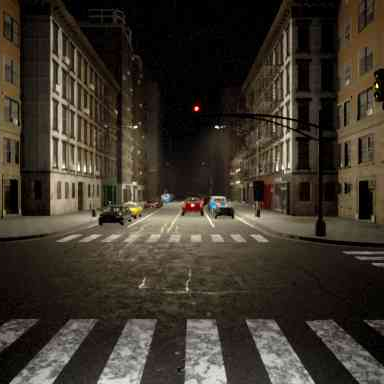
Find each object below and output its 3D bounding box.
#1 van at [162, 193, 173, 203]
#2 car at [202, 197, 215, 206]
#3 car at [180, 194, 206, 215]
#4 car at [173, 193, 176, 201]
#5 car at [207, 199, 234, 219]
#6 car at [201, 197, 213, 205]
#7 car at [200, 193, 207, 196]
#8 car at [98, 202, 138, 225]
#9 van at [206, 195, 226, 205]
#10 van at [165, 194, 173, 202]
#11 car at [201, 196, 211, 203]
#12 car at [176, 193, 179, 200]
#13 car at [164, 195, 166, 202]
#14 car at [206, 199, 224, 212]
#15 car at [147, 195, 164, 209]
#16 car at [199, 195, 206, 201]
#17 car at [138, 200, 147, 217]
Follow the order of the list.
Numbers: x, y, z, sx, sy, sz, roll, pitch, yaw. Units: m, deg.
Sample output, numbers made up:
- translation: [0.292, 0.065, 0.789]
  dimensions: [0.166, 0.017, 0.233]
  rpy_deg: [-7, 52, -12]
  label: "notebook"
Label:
- translation: [-5.336, 1.337, 66.807]
  dimensions: [1.690, 1.788, 3.998]
  rpy_deg: [0, 0, 0]
  label: "van"
- translation: [2.725, 1.562, 55.984]
  dimensions: [1.947, 1.339, 4.313]
  rpy_deg: [0, 0, 0]
  label: "car"
- translation: [0.091, 1.349, 33.896]
  dimensions: [2.097, 1.767, 4.553]
  rpy_deg: [0, 0, 1]
  label: "car"
- translation: [-5.333, 1.310, 72.213]
  dimensions: [2.192, 1.841, 5.009]
  rpy_deg: [0, 0, 0]
  label: "car"
- translation: [2.680, 1.548, 28.953]
  dimensions: [2.008, 1.369, 4.403]
  rpy_deg: [0, 0, 0]
  label: "car"
- translation: [2.734, 1.546, 61.391]
  dimensions: [2.008, 1.369, 4.403]
  rpy_deg: [0, 0, 0]
  label: "car"
- translation: [2.716, 1.311, 50.578]
  dimensions: [2.192, 1.841, 5.009]
  rpy_deg: [0, 0, 0]
  label: "car"
- translation: [-5.357, 1.549, 23.557]
  dimensions: [2.008, 1.369, 4.403]
  rpy_deg: [0, 0, 0]
  label: "car"
- translation: [2.689, 1.338, 34.359]
  dimensions: [1.690, 1.788, 3.998]
  rpy_deg: [0, 0, 0]
  label: "van"
- translation: [-5.331, 1.336, 77.620]
  dimensions: [1.690, 1.788, 3.998]
  rpy_deg: [0, 0, 0]
  label: "van"
- translation: [2.743, 1.521, 66.966]
  dimensions: [1.752, 1.417, 4.829]
  rpy_deg: [0, 0, 0]
  label: "car"
- translation: [-5.325, 1.545, 88.432]
  dimensions: [2.008, 1.369, 4.403]
  rpy_deg: [0, 0, 0]
  label: "car"
- translation: [-5.344, 1.521, 50.418]
  dimensions: [1.752, 1.417, 4.829]
  rpy_deg: [0, 0, 0]
  label: "car"
- translation: [2.698, 1.578, 39.766]
  dimensions: [1.802, 1.307, 4.206]
  rpy_deg: [0, 0, 0]
  label: "car"
- translation: [-5.347, 1.436, 45.182]
  dimensions: [1.967, 1.590, 4.097]
  rpy_deg: [0, 0, 0]
  label: "car"
- translation: [2.779, 1.560, 88.422]
  dimensions: [1.947, 1.339, 4.313]
  rpy_deg: [0, 0, 0]
  label: "car"
- translation: [-5.355, 1.523, 28.794]
  dimensions: [1.752, 1.417, 4.829]
  rpy_deg: [0, 0, 0]
  label: "car"
